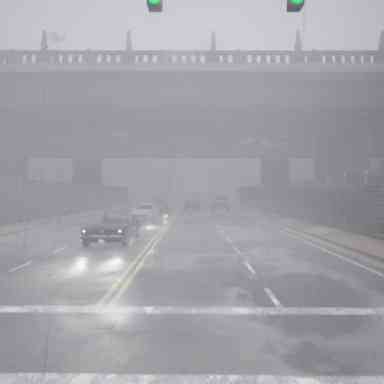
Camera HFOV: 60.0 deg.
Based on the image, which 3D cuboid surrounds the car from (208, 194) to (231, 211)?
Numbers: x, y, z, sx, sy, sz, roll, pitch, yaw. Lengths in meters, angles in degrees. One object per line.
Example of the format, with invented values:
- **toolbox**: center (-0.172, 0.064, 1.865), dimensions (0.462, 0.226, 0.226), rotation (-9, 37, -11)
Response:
- **car**: center (3.515, 1.293, 41.574), dimensions (2.150, 2.045, 5.566), rotation (0, 0, 0)

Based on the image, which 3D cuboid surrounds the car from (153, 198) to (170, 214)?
- **car**: center (-3.549, 1.415, 36.462), dimensions (2.097, 1.767, 4.553), rotation (0, 0, 0)

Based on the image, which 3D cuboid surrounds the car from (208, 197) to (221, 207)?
- **car**: center (3.518, 1.607, 52.272), dimensions (1.812, 1.442, 4.674), rotation (0, 0, 0)

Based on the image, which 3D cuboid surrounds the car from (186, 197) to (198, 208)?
- **car**: center (0.018, 1.556, 52.274), dimensions (1.882, 1.535, 5.008), rotation (0, 0, 0)

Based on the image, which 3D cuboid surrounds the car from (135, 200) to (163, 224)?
- **car**: center (-3.569, 1.579, 25.660), dimensions (1.812, 1.442, 4.674), rotation (0, 0, 0)

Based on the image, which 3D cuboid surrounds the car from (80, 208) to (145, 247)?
- **car**: center (-3.584, 1.645, 15.405), dimensions (1.895, 1.301, 4.718), rotation (0, 0, 0)

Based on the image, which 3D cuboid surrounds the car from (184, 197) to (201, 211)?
- **car**: center (0.015, 1.422, 42.251), dimensions (2.097, 1.767, 4.553), rotation (0, 0, 0)
